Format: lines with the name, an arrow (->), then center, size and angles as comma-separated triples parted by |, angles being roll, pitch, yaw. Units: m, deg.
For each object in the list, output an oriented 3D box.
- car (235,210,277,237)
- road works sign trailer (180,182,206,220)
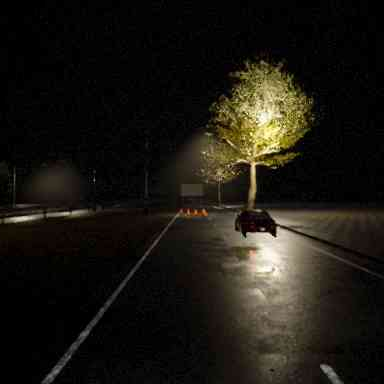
car -> 3.609, 1.740, 19.303 | 1.812, 1.442, 4.674 | 0, -1, 0
road works sign trailer -> 0.016, 0.831, 32.050 | 2.380, 3.560, 2.880 | 0, -1, 0
